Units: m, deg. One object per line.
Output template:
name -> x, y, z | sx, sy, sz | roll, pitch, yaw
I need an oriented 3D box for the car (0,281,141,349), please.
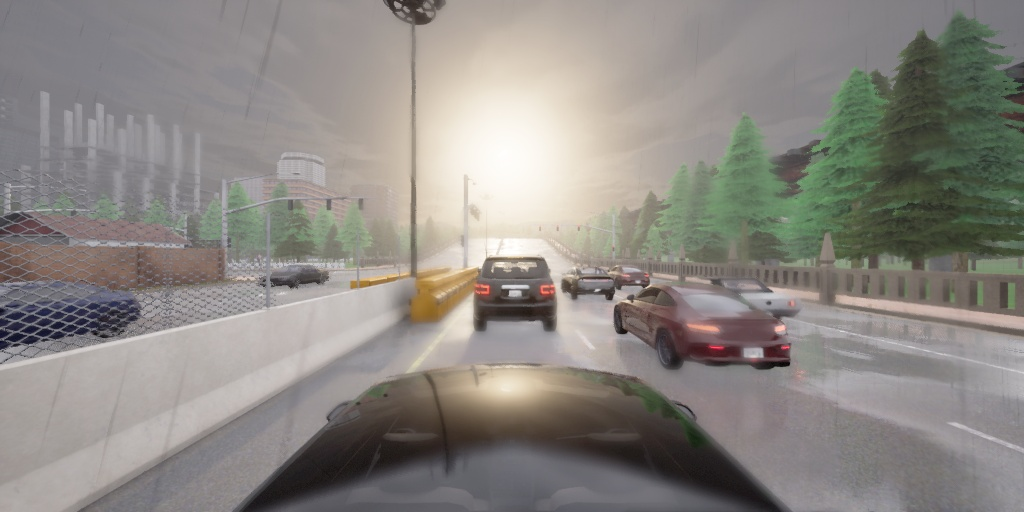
car -> -10.594, 1.276, 7.436 | 1.812, 1.442, 4.674 | 0, 0, 0

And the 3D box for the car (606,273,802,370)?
car -> 3.592, 1.276, 7.632 | 1.812, 1.442, 4.674 | 0, 0, 0

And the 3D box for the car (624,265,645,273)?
car -> 7.060, 1.276, 22.410 | 1.812, 1.442, 4.674 | 0, 0, 0

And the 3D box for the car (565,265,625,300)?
car -> 3.573, 1.242, 17.453 | 2.128, 1.511, 4.902 | 0, 0, 0

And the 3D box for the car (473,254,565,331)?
car -> 0.081, 0.971, 11.072 | 2.150, 2.045, 5.566 | 0, 0, 0

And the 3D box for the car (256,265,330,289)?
car -> -14.059, 1.298, 23.437 | 2.033, 1.411, 5.357 | 0, 0, 1

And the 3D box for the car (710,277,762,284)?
car -> 7.081, 1.351, 12.189 | 1.895, 1.301, 4.718 | 0, 0, 0
